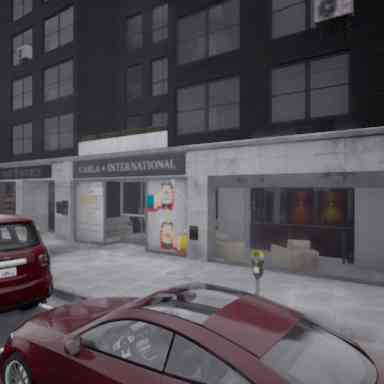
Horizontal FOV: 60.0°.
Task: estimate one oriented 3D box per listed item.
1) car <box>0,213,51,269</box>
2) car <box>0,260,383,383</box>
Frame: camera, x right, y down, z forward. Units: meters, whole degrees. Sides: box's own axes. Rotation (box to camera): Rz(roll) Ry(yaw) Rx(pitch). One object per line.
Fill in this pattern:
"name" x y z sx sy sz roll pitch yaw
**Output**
"car" -4.752 1.312 6.448 5.009 1.841 2.192 0 0 35
"car" -0.137 1.581 3.170 4.206 1.307 1.802 0 0 35
